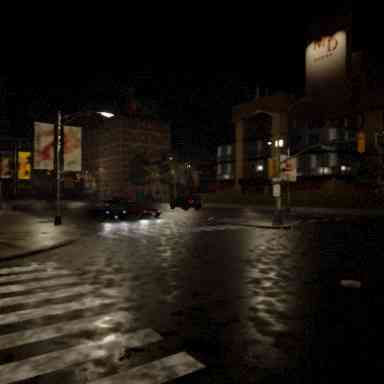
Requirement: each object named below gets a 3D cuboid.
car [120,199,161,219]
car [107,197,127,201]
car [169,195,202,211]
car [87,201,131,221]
[{"bbox_3d":[-4.654,1.643,30.607,1.812,1.442,4.674,1,0,-36],"label":"car"},{"bbox_3d":[-12.194,1.534,54.360,4.553,1.767,2.097,0,0,39],"label":"car"},{"bbox_3d":[-0.887,1.436,45.319,2.150,2.045,5.566,1,0,-36],"label":"car"},{"bbox_3d":[-7.303,1.688,28.296,1.895,1.301,4.718,1,0,-36],"label":"car"}]
